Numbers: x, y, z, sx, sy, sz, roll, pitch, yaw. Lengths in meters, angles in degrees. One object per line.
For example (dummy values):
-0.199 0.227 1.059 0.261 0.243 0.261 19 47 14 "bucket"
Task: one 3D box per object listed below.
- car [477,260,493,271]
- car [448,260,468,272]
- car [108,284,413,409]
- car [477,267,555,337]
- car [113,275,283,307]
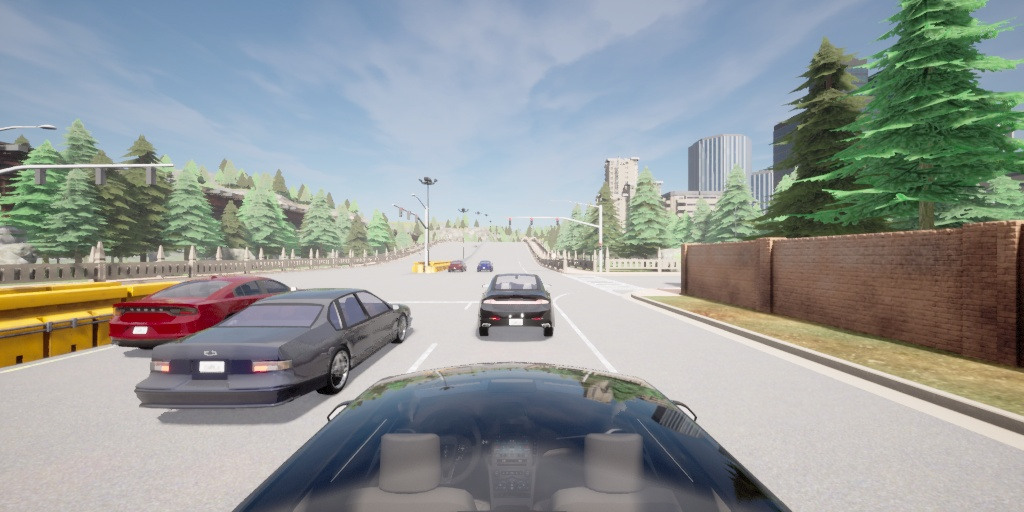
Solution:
-3.384 1.276 45.743 1.812 1.442 4.674 0 0 0 "car"
-6.880 1.276 45.346 1.812 1.442 4.674 0 0 0 "car"
-3.397 1.297 6.565 2.033 1.411 5.357 0 0 0 "car"
0.132 1.242 10.310 2.128 1.511 4.902 0 0 1 "car"
-6.897 1.228 9.129 1.882 1.535 5.008 0 0 0 "car"
